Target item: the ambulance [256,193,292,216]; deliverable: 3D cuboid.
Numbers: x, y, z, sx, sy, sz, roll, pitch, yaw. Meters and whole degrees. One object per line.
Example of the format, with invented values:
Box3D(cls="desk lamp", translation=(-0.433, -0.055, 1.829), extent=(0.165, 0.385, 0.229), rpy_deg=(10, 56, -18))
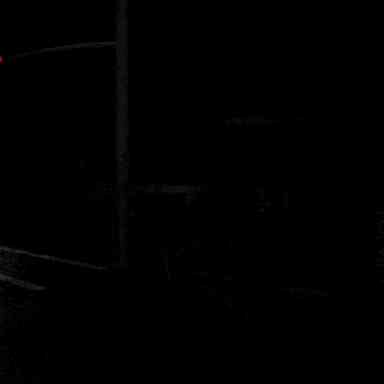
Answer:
Box3D(cls="ambulance", translation=(9.310, 1.351, 37.809), extent=(2.351, 2.431, 6.366), rpy_deg=(-1, 0, 35))
